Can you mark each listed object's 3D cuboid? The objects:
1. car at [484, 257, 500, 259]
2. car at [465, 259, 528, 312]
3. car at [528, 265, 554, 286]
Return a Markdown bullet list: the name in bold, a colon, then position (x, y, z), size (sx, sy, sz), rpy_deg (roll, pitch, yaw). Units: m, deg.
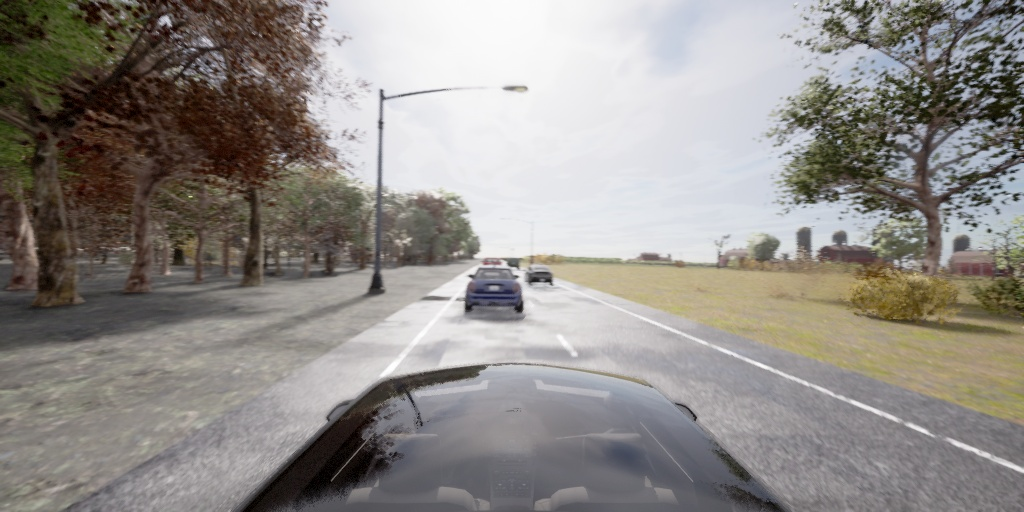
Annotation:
- **car**: position (-2.181, 1.120, 38.990), size (2.150, 2.045, 5.566), rpy_deg (1, 0, -3)
- **car**: position (-0.747, 1.156, 14.668), size (2.097, 1.767, 4.553), rpy_deg (1, 0, -3)
- **car**: position (1.998, 1.435, 27.490), size (1.837, 1.490, 4.892), rpy_deg (1, 0, -3)
